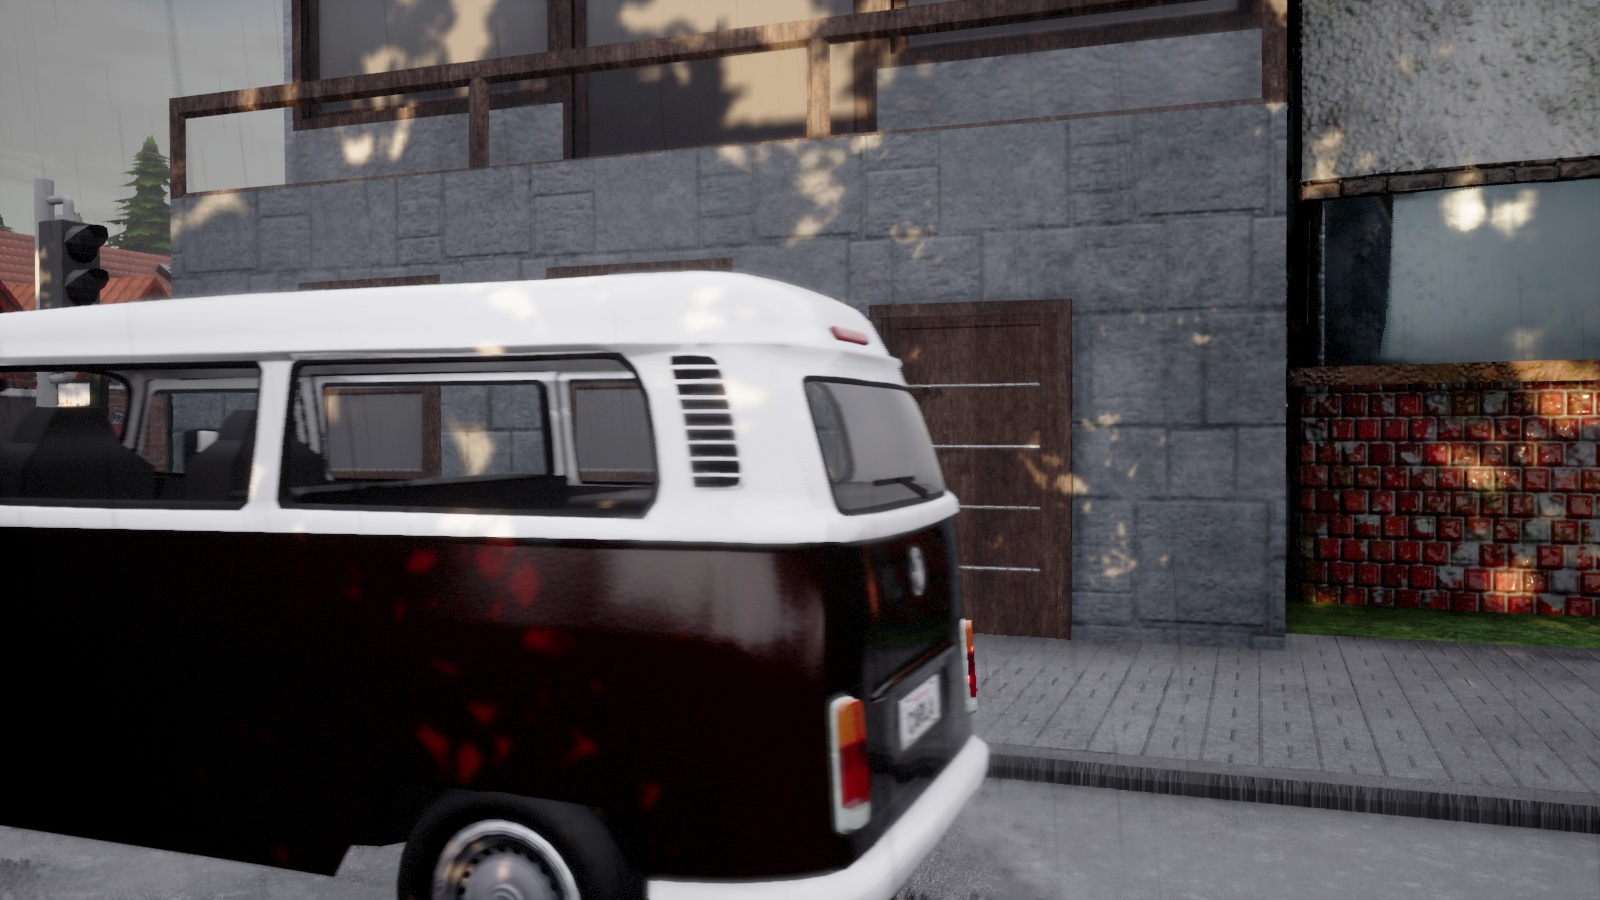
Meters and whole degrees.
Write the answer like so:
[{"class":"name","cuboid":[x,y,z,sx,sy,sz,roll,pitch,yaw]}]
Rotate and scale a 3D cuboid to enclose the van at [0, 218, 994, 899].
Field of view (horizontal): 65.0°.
[{"class":"van","cuboid":[-1.753,0.474,4.449,4.480,2.038,2.069,1,1,20]}]
